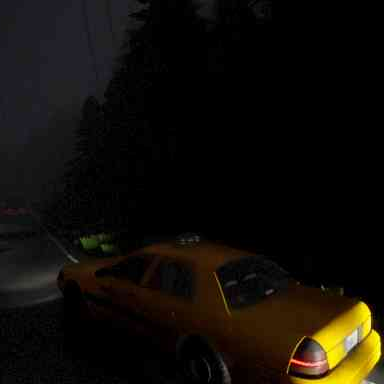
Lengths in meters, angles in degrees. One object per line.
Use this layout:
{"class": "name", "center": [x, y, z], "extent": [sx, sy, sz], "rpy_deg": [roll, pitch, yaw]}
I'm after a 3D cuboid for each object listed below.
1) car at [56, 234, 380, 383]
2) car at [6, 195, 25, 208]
{"class": "car", "center": [-0.253, 1.418, 5.075], "extent": [5.366, 1.575, 1.801], "rpy_deg": [1, 1, 44]}
{"class": "car", "center": [-21.169, 1.058, 40.032], "extent": [2.128, 1.511, 4.902], "rpy_deg": [-2, 2, -27]}
